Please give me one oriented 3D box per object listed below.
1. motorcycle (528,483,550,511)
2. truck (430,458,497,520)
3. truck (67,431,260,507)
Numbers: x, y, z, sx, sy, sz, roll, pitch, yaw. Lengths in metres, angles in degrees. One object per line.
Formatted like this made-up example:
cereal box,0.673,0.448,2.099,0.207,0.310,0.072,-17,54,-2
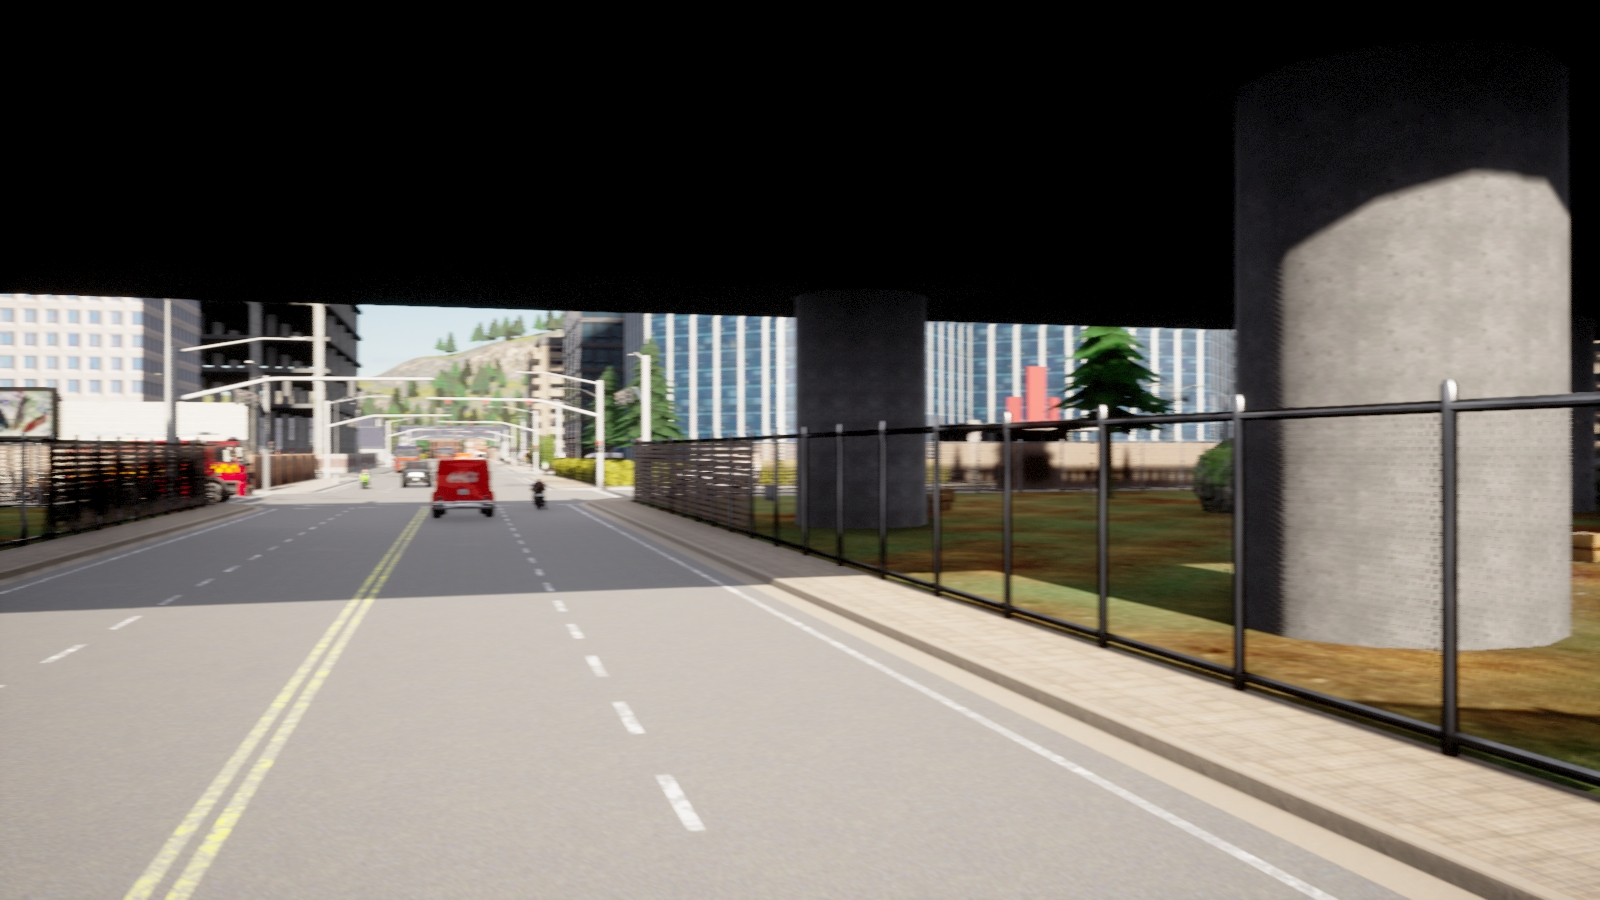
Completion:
motorcycle,-12.484,2.246,54.646,0.867,1.251,2.209,0,0,-16
truck,-14.561,1.615,49.393,2.627,2.467,5.204,0,0,-17
truck,-33.465,0.944,60.419,8.468,3.827,2.891,0,0,-16
